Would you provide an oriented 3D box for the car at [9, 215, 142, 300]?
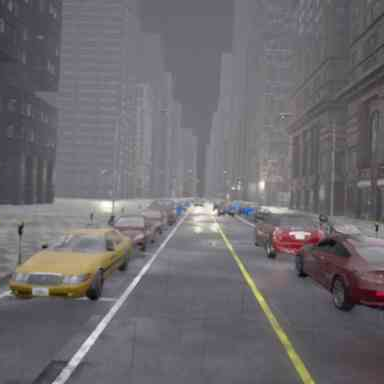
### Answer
[{"bbox_3d":[-2.682,1.518,8.457,1.752,1.417,4.829,2,-1,1],"label":"car"}]

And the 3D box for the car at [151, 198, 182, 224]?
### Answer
[{"bbox_3d":[-2.252,1.520,25.655,2.192,1.841,5.009,2,-1,1],"label":"car"}]

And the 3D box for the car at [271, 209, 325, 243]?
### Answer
[{"bbox_3d":[6.121,1.901,19.773,1.967,1.590,4.097,2,-1,1],"label":"car"}]

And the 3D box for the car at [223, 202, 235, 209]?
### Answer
[{"bbox_3d":[7.230,2.613,65.176,1.802,1.307,4.206,2,-1,1],"label":"car"}]

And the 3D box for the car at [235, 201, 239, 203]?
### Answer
[{"bbox_3d":[6.674,2.288,42.475,1.887,1.381,4.507,2,-1,1],"label":"car"}]

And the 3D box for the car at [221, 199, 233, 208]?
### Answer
[{"bbox_3d":[7.379,2.419,70.854,2.192,1.841,5.009,2,-1,1],"label":"car"}]

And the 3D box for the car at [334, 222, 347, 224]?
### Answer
[{"bbox_3d":[5.977,1.942,14.097,2.008,1.369,4.403,2,-1,1],"label":"car"}]

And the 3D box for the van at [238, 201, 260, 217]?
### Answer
[{"bbox_3d":[6.542,2.013,36.802,1.690,1.788,3.998,2,-1,1],"label":"van"}]

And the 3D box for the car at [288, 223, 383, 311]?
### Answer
[{"bbox_3d":[3.972,1.773,8.169,1.812,1.442,4.674,2,-1,1],"label":"car"}]

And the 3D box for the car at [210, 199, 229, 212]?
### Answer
[{"bbox_3d":[4.117,2.218,50.648,1.882,1.535,5.008,2,-1,1],"label":"car"}]

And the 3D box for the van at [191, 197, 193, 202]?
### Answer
[{"bbox_3d":[-1.278,2.047,65.382,1.690,1.788,3.998,2,-1,1],"label":"van"}]

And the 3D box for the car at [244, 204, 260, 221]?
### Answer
[{"bbox_3d":[6.395,2.152,31.124,2.008,1.369,4.403,2,-1,1],"label":"car"}]

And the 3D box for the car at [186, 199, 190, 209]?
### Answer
[{"bbox_3d":[-1.704,2.071,48.353,1.802,1.307,4.206,2,-1,1],"label":"car"}]

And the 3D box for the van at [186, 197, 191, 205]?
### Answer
[{"bbox_3d":[-1.557,1.902,54.031,1.690,1.788,3.998,2,-1,1],"label":"van"}]

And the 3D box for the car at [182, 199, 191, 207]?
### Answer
[{"bbox_3d":[-1.150,2.301,70.885,1.752,1.417,4.829,2,-1,1],"label":"car"}]

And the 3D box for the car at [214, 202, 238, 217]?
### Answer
[{"bbox_3d":[3.882,2.194,38.786,1.895,1.301,4.718,2,-1,2],"label":"car"}]

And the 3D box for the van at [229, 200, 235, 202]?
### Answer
[{"bbox_3d":[6.821,2.156,48.152,1.690,1.788,3.998,2,-1,1],"label":"van"}]

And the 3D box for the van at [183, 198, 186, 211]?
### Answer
[{"bbox_3d":[-1.974,1.687,37.005,1.690,1.788,3.998,2,-1,1],"label":"van"}]

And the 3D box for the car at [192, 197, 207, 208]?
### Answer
[{"bbox_3d":[1.432,2.292,63.463,1.837,1.490,4.892,2,-1,1],"label":"car"}]

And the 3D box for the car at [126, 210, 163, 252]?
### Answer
[{"bbox_3d":[-2.540,1.647,14.301,1.802,1.307,4.206,2,-1,1],"label":"car"}]

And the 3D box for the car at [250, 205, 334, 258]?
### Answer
[{"bbox_3d":[3.955,1.661,14.134,2.097,1.767,4.553,2,-1,2],"label":"car"}]

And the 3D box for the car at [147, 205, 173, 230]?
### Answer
[{"bbox_3d":[-2.401,1.717,19.977,1.802,1.307,4.206,2,-1,1],"label":"car"}]
